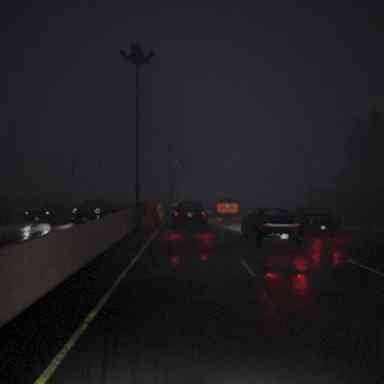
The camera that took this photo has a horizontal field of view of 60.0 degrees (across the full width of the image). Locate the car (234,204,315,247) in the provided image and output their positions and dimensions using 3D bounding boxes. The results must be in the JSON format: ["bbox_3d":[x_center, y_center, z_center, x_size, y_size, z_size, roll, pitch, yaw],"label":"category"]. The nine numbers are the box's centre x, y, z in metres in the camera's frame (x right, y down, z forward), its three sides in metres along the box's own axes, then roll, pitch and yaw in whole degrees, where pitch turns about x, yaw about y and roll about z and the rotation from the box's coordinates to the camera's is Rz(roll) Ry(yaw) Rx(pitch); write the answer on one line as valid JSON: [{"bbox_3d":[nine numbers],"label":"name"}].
[{"bbox_3d":[3.425,1.463,14.887,2.128,1.511,4.902,0,0,-1],"label":"car"}]

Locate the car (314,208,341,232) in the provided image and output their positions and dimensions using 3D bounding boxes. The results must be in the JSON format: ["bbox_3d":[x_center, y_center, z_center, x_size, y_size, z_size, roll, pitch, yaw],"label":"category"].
[{"bbox_3d":[6.861,1.568,19.677,1.895,1.301,4.718,0,0,-1],"label":"car"}]

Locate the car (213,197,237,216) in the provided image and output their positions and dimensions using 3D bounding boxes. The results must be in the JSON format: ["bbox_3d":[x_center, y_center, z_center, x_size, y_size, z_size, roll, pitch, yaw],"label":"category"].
[{"bbox_3d":[3.197,1.291,32.292,2.097,1.767,4.553,0,0,-1],"label":"car"}]

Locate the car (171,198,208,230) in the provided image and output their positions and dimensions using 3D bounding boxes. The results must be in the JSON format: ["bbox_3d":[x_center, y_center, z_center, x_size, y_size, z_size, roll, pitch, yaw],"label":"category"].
[{"bbox_3d":[-0.154,1.309,20.794,2.097,1.767,4.553,0,0,-1],"label":"car"}]

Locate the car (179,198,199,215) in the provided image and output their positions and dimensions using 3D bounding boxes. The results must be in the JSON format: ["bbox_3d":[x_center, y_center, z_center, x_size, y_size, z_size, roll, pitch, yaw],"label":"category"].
[{"bbox_3d":[-0.326,1.435,34.029,1.837,1.490,4.892,0,0,-1],"label":"car"}]
